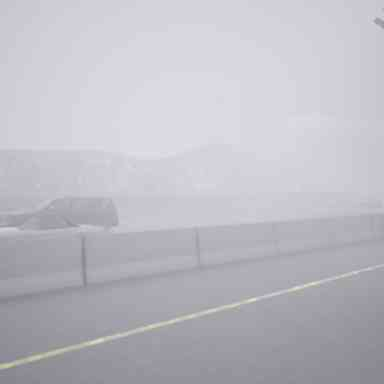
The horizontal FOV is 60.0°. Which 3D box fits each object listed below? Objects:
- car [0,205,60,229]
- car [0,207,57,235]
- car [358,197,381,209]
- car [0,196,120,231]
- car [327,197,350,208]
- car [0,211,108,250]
[{"bbox_3d":[-11.345,1.602,21.694,4.718,1.301,1.895,0,0,-36],"label":"car"},{"bbox_3d":[-10.121,1.602,18.267,4.718,1.301,1.895,0,0,-36],"label":"car"},{"bbox_3d":[24.955,1.463,46.630,1.882,1.535,5.008,0,0,44],"label":"car"},{"bbox_3d":[-6.405,1.221,16.619,5.566,2.045,2.150,0,0,-36],"label":"car"},{"bbox_3d":[20.998,1.491,47.575,1.837,1.490,4.892,0,0,44],"label":"car"},{"bbox_3d":[-5.912,1.601,12.672,4.718,1.301,1.895,0,0,-36],"label":"car"}]
